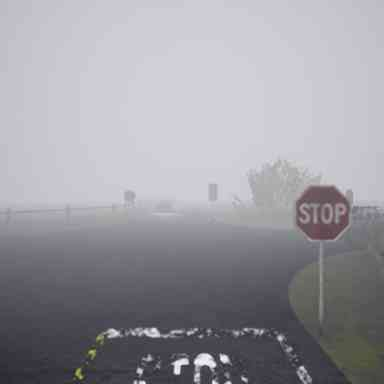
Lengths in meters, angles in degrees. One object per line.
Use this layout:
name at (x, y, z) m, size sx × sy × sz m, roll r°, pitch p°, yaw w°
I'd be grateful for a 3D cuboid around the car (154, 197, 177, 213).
car at (-2.952, 1.514, 35.734) m, size 1.994 × 1.385 × 4.181 m, roll 0°, pitch 0°, yaw 0°

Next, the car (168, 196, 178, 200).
car at (-3.261, 1.429, 51.979) m, size 2.128 × 1.511 × 4.902 m, roll 0°, pitch 0°, yaw -2°

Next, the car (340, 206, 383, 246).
car at (7.359, 1.336, 13.923) m, size 4.902 × 1.511 × 2.128 m, roll 0°, pitch -2°, yaw -15°
